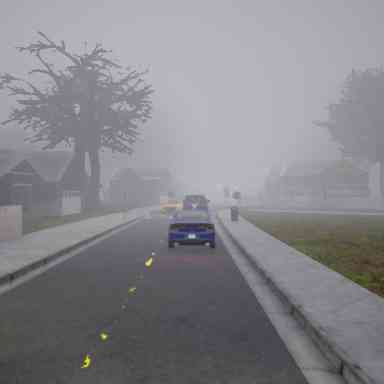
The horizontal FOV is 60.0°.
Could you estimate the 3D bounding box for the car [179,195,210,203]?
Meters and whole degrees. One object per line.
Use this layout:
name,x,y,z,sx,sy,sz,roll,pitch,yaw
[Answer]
car,0.362,1.261,29.619,2.150,2.045,5.566,0,0,3

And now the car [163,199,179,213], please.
car,-1.995,1.518,36.539,1.882,1.535,5.008,0,0,4

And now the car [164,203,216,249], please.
car,0.000,1.484,14.657,1.882,1.535,5.008,0,0,0
